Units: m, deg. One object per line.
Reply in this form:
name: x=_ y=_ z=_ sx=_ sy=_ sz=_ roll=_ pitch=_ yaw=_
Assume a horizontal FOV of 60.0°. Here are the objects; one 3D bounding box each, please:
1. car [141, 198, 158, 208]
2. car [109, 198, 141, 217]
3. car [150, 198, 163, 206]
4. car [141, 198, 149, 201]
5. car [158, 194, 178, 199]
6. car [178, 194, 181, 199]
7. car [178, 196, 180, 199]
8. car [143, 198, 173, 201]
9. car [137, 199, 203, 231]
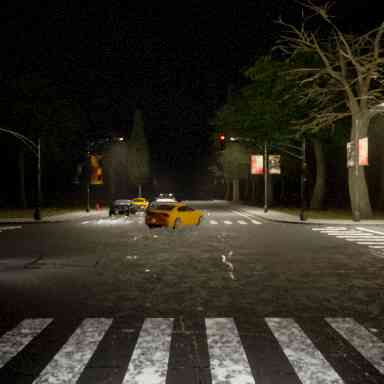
car: x=-6.498 y=1.662 z=51.157 sx=1.994 sy=1.385 sz=4.181 roll=0 pitch=0 yaw=-1
car: x=-6.532 y=1.511 z=31.612 sx=2.128 sy=1.511 sz=4.902 roll=0 pitch=0 yaw=0
car: x=-6.440 y=1.776 z=61.215 sx=1.895 sy=1.301 sz=4.718 roll=0 pitch=0 yaw=0
car: x=-6.512 y=1.521 z=41.111 sx=1.882 sy=1.535 sz=5.008 roll=0 pitch=0 yaw=0
car: x=-3.262 y=1.267 z=41.606 sx=2.150 sy=2.045 sz=5.566 roll=0 pitch=0 yaw=0
car: x=-3.176 y=1.406 z=62.470 sx=2.150 sy=2.045 sz=5.566 roll=0 pitch=0 yaw=1
car: x=-3.243 y=1.704 z=51.857 sx=1.895 sy=1.301 sz=4.718 roll=0 pitch=0 yaw=0
car: x=-3.272 y=1.584 z=32.249 sx=1.994 sy=1.385 sz=4.181 roll=0 pitch=0 yaw=1
car: x=-0.989 y=1.468 z=20.851 sx=1.882 sy=1.535 sz=5.008 roll=1 pitch=0 yaw=28
